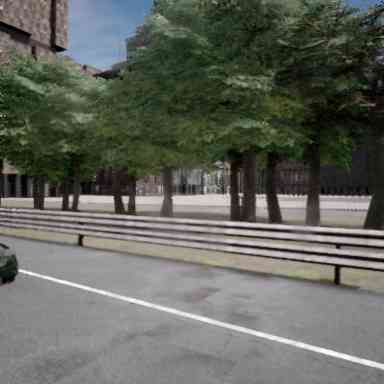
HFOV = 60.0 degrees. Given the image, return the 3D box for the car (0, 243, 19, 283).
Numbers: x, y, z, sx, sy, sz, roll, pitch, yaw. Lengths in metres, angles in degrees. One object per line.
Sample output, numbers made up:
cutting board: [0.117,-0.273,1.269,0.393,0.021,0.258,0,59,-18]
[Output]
car: [-6.249,1.560,8.405,4.181,1.385,1.994,0,0,35]
